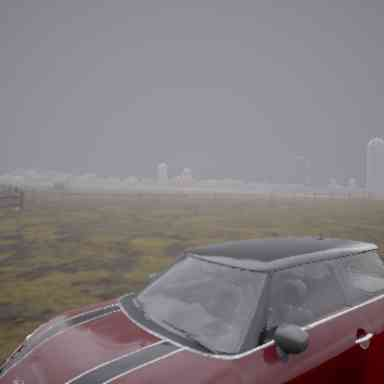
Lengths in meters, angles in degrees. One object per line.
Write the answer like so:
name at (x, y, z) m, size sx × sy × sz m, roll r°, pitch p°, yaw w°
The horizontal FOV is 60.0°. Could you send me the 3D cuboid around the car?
car at (0.492, 1.354, 3.421) m, size 4.553 × 1.767 × 2.097 m, roll 0°, pitch 0°, yaw -35°
